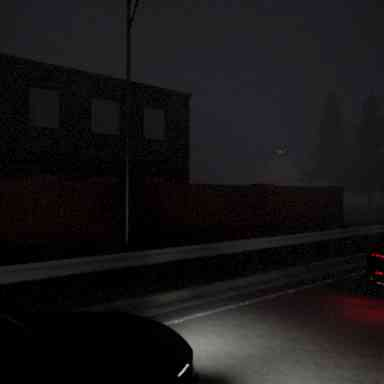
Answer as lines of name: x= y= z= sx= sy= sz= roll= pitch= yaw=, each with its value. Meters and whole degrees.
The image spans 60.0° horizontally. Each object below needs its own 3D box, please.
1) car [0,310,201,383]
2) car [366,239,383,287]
car: x=-2.081 y=1.523 z=2.261 sx=4.674 sy=1.442 sz=1.812 roll=0 pitch=0 yaw=-35
car: x=6.212 y=1.554 z=8.222 sx=4.892 sy=1.490 sz=1.837 roll=0 pitch=0 yaw=-35
